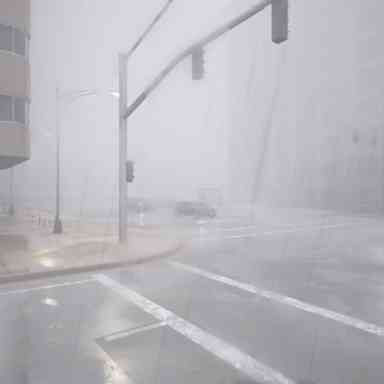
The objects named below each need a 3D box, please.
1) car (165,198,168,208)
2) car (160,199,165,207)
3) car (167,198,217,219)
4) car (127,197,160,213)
[{"bbox_3d":[-3.221,1.564,45.807,1.994,1.385,4.181,0,0,-36],"label":"car"},{"bbox_3d":[-6.205,1.547,43.963,2.033,1.411,5.357,0,0,-36],"label":"car"},{"bbox_3d":[0.165,1.506,28.971,1.837,1.490,4.892,0,0,-36],"label":"car"},{"bbox_3d":[-5.932,1.352,37.334,2.097,1.767,4.553,0,0,-37],"label":"car"}]
